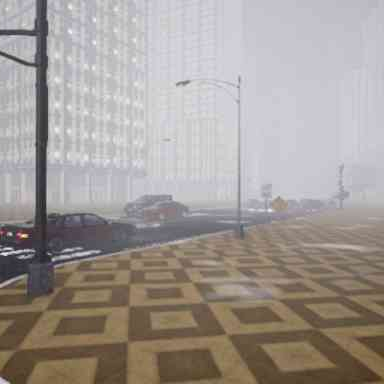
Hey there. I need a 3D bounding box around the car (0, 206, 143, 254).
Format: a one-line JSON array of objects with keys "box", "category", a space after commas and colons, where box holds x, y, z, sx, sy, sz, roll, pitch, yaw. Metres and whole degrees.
[{"box": [-4.716, 1.500, 13.396, 2.033, 1.411, 5.357, 0, 0, 36], "category": "car"}]

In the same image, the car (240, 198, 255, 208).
[{"box": [8.961, 1.672, 50.442, 1.812, 1.442, 4.674, 0, 0, 33], "category": "car"}]

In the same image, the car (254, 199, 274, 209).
[{"box": [11.028, 1.718, 47.672, 1.994, 1.385, 4.181, 0, 0, 33], "category": "car"}]

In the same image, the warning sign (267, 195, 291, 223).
[{"box": [6.122, 1.175, 23.442, 1.300, 1.860, 1.060, 1, 0, 34], "category": "warning sign"}]

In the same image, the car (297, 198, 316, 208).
[{"box": [18.391, 1.717, 53.251, 1.837, 1.490, 4.892, 0, 0, 31], "category": "car"}]

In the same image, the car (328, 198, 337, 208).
[{"box": [21.172, 1.717, 51.569, 2.128, 1.511, 4.902, 0, 0, 31], "category": "car"}]

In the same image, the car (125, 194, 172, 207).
[{"box": [-3.870, 1.231, 31.346, 2.150, 2.045, 5.566, 0, 0, 34], "category": "car"}]

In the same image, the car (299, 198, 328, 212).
[{"box": [15.650, 1.650, 42.695, 1.882, 1.535, 5.008, 0, 0, 33], "category": "car"}]

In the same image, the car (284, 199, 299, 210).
[{"box": [13.146, 1.687, 44.803, 1.812, 1.442, 4.674, 0, 0, 34], "category": "car"}]

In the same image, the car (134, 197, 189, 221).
[{"box": [-2.199, 1.490, 28.028, 1.882, 1.535, 5.008, 0, 0, 34], "category": "car"}]
